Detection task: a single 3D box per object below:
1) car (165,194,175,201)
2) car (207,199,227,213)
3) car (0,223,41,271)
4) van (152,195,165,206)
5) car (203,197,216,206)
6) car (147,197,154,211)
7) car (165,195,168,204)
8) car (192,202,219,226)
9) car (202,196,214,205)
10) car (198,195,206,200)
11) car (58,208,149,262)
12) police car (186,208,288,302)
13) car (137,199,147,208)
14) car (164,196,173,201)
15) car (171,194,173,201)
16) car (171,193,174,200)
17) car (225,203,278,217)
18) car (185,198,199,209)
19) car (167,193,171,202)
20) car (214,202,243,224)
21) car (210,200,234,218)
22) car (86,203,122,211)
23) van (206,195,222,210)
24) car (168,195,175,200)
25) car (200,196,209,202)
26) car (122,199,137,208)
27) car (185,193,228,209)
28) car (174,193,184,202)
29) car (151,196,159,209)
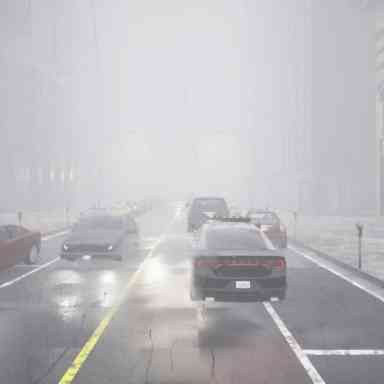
[{"bbox_3d":[-5.766,1.333,87.462,2.192,1.841,5.009,0,0,0],"label":"car"},{"bbox_3d":[2.763,1.551,37.055,1.887,1.381,4.507,0,0,0],"label":"car"},{"bbox_3d":[-5.761,1.545,9.037,1.887,1.381,4.507,0,0,0],"label":"car"},{"bbox_3d":[-5.763,1.350,53.852,1.690,1.788,3.998,0,0,0],"label":"van"},{"bbox_3d":[2.761,1.554,53.862,1.887,1.381,4.507,0,0,0],"label":"car"},{"bbox_3d":[-5.763,1.551,37.045,1.887,1.381,4.507,0,0,0],"label":"car"},{"bbox_3d":[-5.765,1.593,59.453,1.802,1.307,4.206,0,0,0],"label":"car"},{"bbox_3d":[0.898,1.530,24.327,1.812,1.442,4.674,0,0,0],"label":"car"},{"bbox_3d":[2.761,1.451,59.464,1.967,1.590,4.097,0,0,0],"label":"car"},{"bbox_3d":[2.758,1.586,93.077,1.947,1.339,4.313,0,0,0],"label":"car"},{"bbox_3d":[-3.101,1.549,12.468,2.033,1.411,5.357,0,0,0],"label":"car"},{"bbox_3d":[0.899,1.426,8.437,1.930,1.638,5.238,0,0,0],"label":"police car"},{"bbox_3d":[-5.762,1.445,31.444,1.967,1.590,4.097,0,0,0],"label":"car"},{"bbox_3d":[-5.767,1.582,81.860,1.947,1.339,4.313,0,0,0],"label":"car"},{"bbox_3d":[-5.766,1.579,70.657,1.947,1.339,4.313,0,0,0],"label":"car"},{"bbox_3d":[-5.766,1.455,76.258,1.967,1.590,4.097,0,0,0],"label":"car"},{"bbox_3d":[2.765,1.442,14.646,1.967,1.590,4.097,0,0,0],"label":"car"},{"bbox_3d":[0.035,1.534,46.648,1.812,1.442,4.674,0,0,0],"label":"car"},{"bbox_3d":[-5.765,1.452,65.055,1.967,1.590,4.097,0,0,0],"label":"car"},{"bbox_3d":[2.764,1.529,26.021,1.752,1.417,4.829,0,0,0],"label":"car"},{"bbox_3d":[2.763,1.550,31.453,1.887,1.381,4.507,0,0,0],"label":"car"},{"bbox_3d":[-5.762,1.585,20.240,1.802,1.307,4.206,0,0,0],"label":"car"},{"bbox_3d":[2.763,1.348,42.657,1.690,1.788,3.998,0,0,0],"label":"van"},{"bbox_3d":[-5.767,1.602,93.063,1.802,1.307,4.206,0,0,0],"label":"car"},{"bbox_3d":[2.759,1.560,76.270,1.887,1.381,4.507,0,0,0],"label":"car"},{"bbox_3d":[-5.762,1.529,25.672,1.752,1.417,4.829,0,0,0],"label":"car"},{"bbox_3d":[0.819,1.226,18.349,2.150,2.045,5.566,0,0,-1],"label":"car"},{"bbox_3d":[-3.006,1.507,78.868,2.128,1.511,4.902,0,0,0],"label":"car"},{"bbox_3d":[-5.763,1.552,42.648,1.887,1.381,4.507,0,0,0],"label":"car"}]
